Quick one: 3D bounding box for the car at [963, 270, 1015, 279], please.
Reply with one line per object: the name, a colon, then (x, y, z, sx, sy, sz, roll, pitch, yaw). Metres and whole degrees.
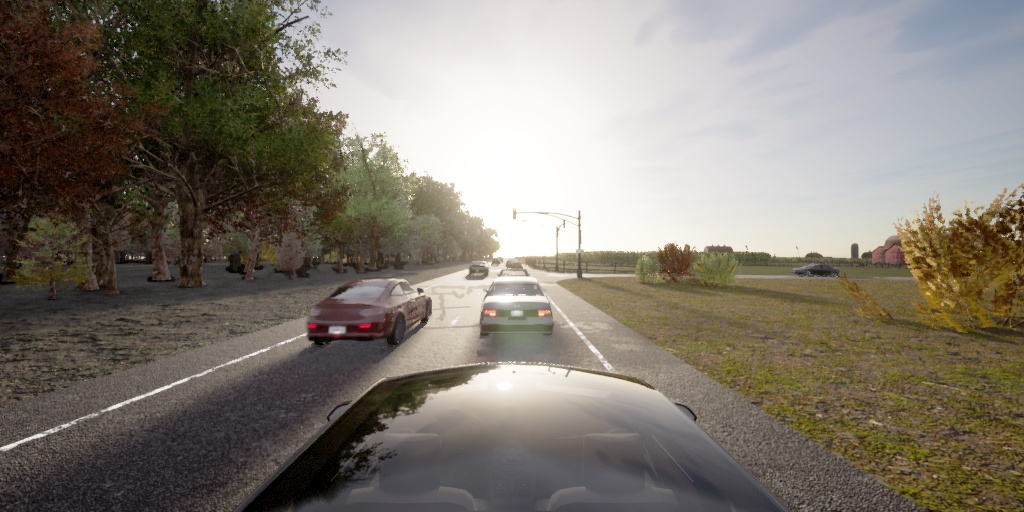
car: (51.394, 1.909, 38.858, 4.718, 1.301, 1.895, 1, -1, 1)

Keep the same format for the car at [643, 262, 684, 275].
car: (17.972, 1.494, 42.642, 4.902, 1.511, 2.128, 0, -1, 1)

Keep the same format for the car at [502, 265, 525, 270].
car: (0.086, 1.355, 20.017, 1.895, 1.301, 4.718, 0, 0, 0)

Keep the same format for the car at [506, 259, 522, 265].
car: (0.304, 1.281, 53.984, 1.812, 1.442, 4.674, -1, 0, -10)

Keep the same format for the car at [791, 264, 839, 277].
car: (35.889, 1.704, 42.547, 4.892, 1.490, 1.837, 1, -1, 0)

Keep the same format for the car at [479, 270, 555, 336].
car: (0.090, 1.300, 10.368, 2.033, 1.411, 5.357, 0, 0, 0)

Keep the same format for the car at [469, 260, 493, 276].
car: (-3.425, 1.249, 37.762, 2.128, 1.511, 4.902, 0, 0, 0)

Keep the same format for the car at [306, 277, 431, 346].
car: (-3.406, 1.277, 9.288, 1.812, 1.442, 4.674, 0, 0, 0)
